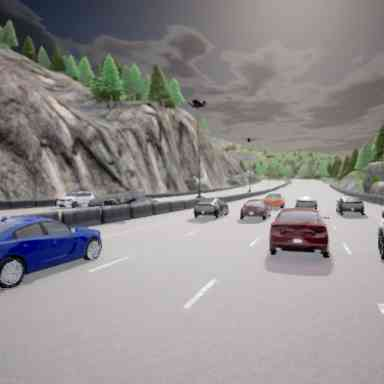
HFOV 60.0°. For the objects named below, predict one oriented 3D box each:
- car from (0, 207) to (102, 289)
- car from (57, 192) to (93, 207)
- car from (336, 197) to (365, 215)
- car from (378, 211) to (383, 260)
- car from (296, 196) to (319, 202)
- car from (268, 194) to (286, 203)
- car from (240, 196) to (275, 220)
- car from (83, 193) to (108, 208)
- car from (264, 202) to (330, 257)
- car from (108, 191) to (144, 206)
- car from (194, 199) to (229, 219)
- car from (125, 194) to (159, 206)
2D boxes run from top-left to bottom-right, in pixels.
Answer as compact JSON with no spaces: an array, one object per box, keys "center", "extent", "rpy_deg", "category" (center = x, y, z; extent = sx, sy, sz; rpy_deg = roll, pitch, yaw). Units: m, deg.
[{"center":[-4.516,1.435,9.296],"extent":[1.882,1.535,5.008],"rpy_deg":[0,0,20],"category":"car"},{"center":[-14.850,0.978,43.040],"extent":[2.150,2.045,5.566],"rpy_deg":[0,0,20],"category":"car"},{"center":[13.607,1.143,28.721],"extent":[2.128,1.511,4.902],"rpy_deg":[0,1,20],"category":"car"},{"center":[6.297,1.102,8.349],"extent":[2.150,2.045,5.566],"rpy_deg":[0,0,20],"category":"car"},{"center":[10.896,1.140,31.529],"extent":[2.128,1.511,4.902],"rpy_deg":[0,0,20],"category":"car"},{"center":[9.533,0.954,38.101],"extent":[2.097,1.767,4.553],"rpy_deg":[0,1,20],"category":"car"},{"center":[4.870,1.276,25.114],"extent":[1.812,1.442,4.674],"rpy_deg":[0,0,20],"category":"car"},{"center":[-11.279,1.236,42.607],"extent":[1.837,1.490,4.892],"rpy_deg":[0,0,20],"category":"car"},{"center":[4.103,1.339,12.593],"extent":[1.882,1.535,5.008],"rpy_deg":[0,0,20],"category":"car"},{"center":[-7.788,0.933,41.959],"extent":[2.150,2.045,5.566],"rpy_deg":[0,0,20],"category":"car"},{"center":[1.629,1.255,26.430],"extent":[2.128,1.511,4.902],"rpy_deg":[0,0,20],"category":"car"},{"center":[-5.413,1.283,38.295],"extent":[1.994,1.385,4.181],"rpy_deg":[0,0,20],"category":"car"}]
